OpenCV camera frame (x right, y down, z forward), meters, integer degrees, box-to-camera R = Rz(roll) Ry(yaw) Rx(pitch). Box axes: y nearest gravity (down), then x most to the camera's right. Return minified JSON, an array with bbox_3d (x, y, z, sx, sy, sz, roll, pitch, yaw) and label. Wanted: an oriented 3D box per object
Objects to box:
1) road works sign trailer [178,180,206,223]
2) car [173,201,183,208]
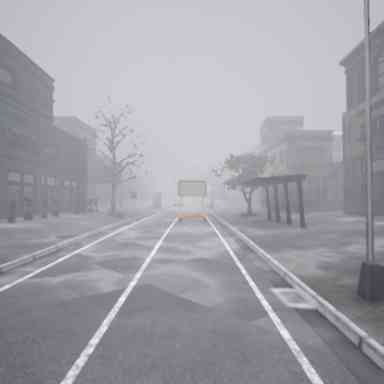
[{"bbox_3d":[0.024,0.760,28.651,2.380,3.560,2.880,0,-1,0],"label":"road works sign trailer"},{"bbox_3d":[-2.941,2.613,70.994,1.994,1.385,4.181,0,-1,0],"label":"car"}]
